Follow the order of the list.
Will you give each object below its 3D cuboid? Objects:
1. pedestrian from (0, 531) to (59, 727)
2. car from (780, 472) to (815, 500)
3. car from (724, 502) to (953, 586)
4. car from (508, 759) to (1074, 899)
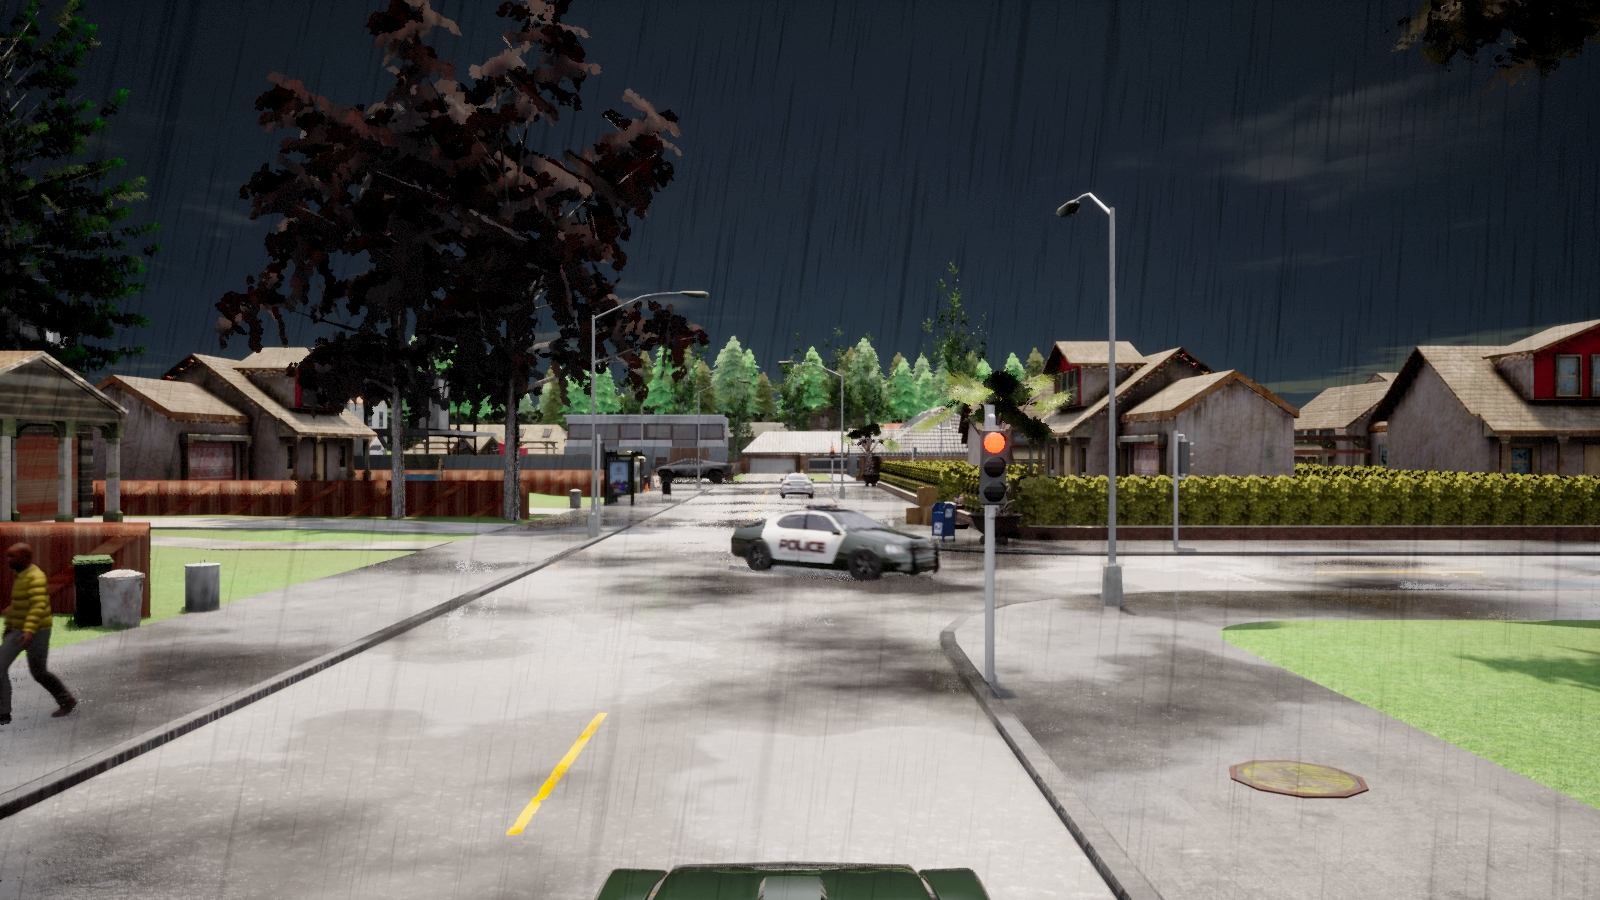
[{"bbox_3d":[-7.609,1.746,11.279,0.375,1.860,0.375,0,0,33],"label":"pedestrian"},{"bbox_3d":[-0.164,2.081,66.907,2.002,1.442,4.674,0,0,0],"label":"car"},{"bbox_3d":[0.795,2.038,25.894,4.974,1.542,2.038,0,-1,39],"label":"car"},{"bbox_3d":[-0.028,2.155,3.193,1.895,1.301,4.718,0,0,0],"label":"car"}]
